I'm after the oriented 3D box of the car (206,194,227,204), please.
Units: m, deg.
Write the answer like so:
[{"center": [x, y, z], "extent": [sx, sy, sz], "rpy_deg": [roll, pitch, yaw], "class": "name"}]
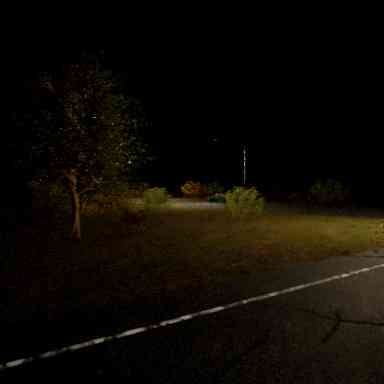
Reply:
[{"center": [4.496, 1.117, 57.805], "extent": [2.097, 1.767, 4.553], "rpy_deg": [0, 0, -37], "class": "car"}]
